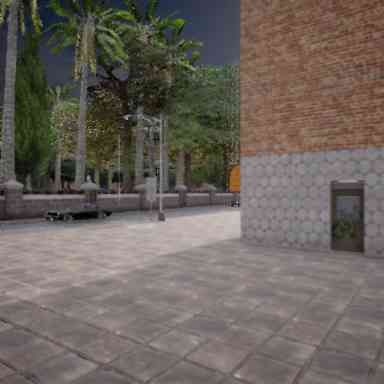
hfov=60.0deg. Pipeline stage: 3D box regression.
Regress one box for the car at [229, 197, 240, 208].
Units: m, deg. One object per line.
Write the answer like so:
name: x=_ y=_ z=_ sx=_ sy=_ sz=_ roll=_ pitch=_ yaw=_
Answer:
car: x=7.177 y=1.405 z=45.999 sx=2.033 sy=1.411 sz=5.357 roll=0 pitch=0 yaw=36

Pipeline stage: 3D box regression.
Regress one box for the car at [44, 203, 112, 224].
car: x=-8.270 y=1.528 z=24.408 sx=1.895 sy=1.301 sz=4.718 roll=0 pitch=0 yaw=35
